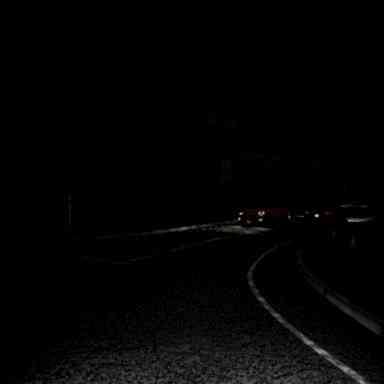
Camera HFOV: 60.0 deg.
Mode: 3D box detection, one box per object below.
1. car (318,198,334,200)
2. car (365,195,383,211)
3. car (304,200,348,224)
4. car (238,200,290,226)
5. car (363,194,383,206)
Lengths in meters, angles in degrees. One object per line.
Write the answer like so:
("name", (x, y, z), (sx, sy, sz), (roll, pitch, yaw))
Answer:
("car", (13.449, 1.423, 33.670), (2.128, 1.511, 4.902), (-1, 0, 40))
("car", (21.205, 1.280, 37.471), (1.882, 1.535, 5.008), (-1, 0, 40))
("car", (9.681, 1.544, 23.908), (1.994, 1.385, 4.181), (-1, 0, 40))
("car", (5.237, 1.413, 24.073), (2.097, 1.767, 4.553), (-1, 0, 41))
("car", (27.484, 1.184, 50.063), (1.882, 1.535, 5.008), (-1, 0, 40))
